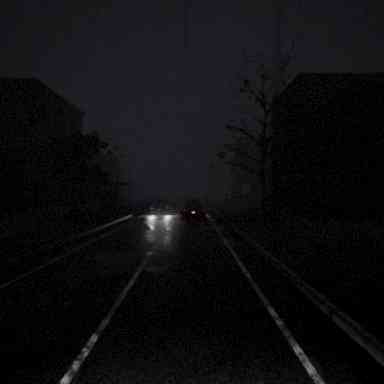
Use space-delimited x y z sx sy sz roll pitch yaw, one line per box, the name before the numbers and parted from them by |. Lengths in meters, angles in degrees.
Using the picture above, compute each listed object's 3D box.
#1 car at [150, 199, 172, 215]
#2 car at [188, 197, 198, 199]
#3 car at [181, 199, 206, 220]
car | -3.085 1.467 33.697 1.837 1.490 4.892 0 0 0
car | 0.113 1.483 42.877 1.837 1.490 4.892 0 -1 0
car | 0.108 1.533 27.444 1.994 1.385 4.181 0 0 0
